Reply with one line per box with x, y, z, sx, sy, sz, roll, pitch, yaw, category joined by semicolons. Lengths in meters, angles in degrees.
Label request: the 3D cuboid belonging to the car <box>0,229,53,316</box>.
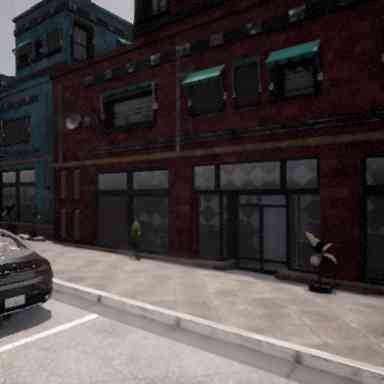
-4.731;1.442;6.628;4.892;1.521;2.231;0;0;36;car
